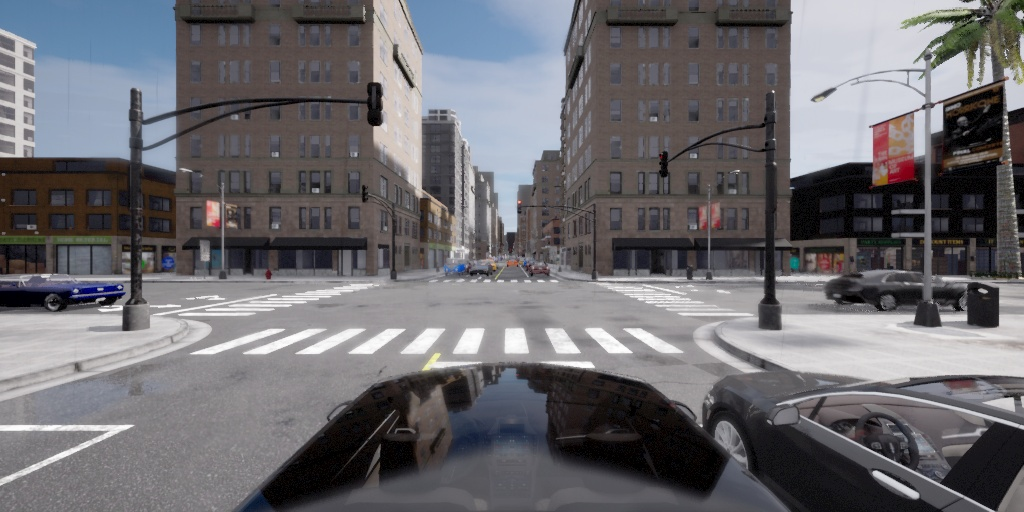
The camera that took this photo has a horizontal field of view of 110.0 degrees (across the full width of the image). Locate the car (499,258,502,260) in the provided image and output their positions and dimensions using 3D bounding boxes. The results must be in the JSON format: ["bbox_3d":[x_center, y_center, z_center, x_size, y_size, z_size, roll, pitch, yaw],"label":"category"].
[{"bbox_3d":[-2.987,1.354,56.206,1.895,1.301,4.718,0,0,0],"label":"car"}]

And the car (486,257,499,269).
[{"bbox_3d":[-3.016,1.231,46.287,1.882,1.535,5.008,0,0,0],"label":"car"}]

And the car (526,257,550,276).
[{"bbox_3d":[2.732,1.192,36.379,1.967,1.591,4.097,0,0,0],"label":"car"}]

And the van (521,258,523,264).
[{"bbox_3d":[2.779,1.093,59.056,1.690,1.789,3.998,0,0,0],"label":"van"}]

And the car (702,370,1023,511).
[{"bbox_3d":[2.668,1.300,1.729,2.007,1.370,4.403,0,0,0],"label":"car"}]

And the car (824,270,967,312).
[{"bbox_3d":[14.909,1.284,13.795,4.892,1.490,1.837,0,0,0],"label":"car"}]

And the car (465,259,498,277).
[{"bbox_3d":[-3.009,1.299,36.585,2.033,1.411,5.357,0,0,4],"label":"car"}]

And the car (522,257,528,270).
[{"bbox_3d":[2.755,1.193,47.717,1.967,1.591,4.097,0,0,0],"label":"car"}]

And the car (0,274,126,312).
[{"bbox_3d":[-17.762,1.329,13.544,4.718,1.301,1.895,0,0,0],"label":"car"}]

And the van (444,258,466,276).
[{"bbox_3d":[-5.794,1.093,36.395,1.690,1.789,3.998,0,0,0],"label":"van"}]
